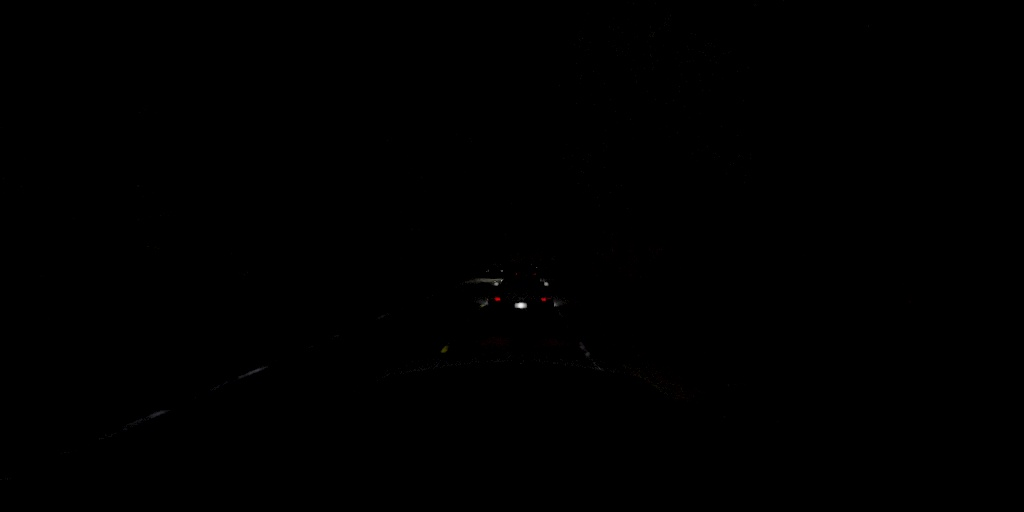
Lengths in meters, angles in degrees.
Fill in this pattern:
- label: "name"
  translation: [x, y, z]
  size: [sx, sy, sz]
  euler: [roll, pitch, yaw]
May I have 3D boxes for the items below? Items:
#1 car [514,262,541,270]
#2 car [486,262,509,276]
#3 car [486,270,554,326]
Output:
- label: "car"
  translation: [1.104, 1.407, 27.345]
  size: [1.994, 1.385, 4.181]
  euler: [0, 0, 4]
- label: "car"
  translation: [-1.392, 1.346, 35.637]
  size: [1.882, 1.535, 5.008]
  euler: [0, 0, 6]
- label: "car"
  translation: [0.303, 1.351, 11.947]
  size: [1.994, 1.385, 4.181]
  euler: [0, 0, 2]
